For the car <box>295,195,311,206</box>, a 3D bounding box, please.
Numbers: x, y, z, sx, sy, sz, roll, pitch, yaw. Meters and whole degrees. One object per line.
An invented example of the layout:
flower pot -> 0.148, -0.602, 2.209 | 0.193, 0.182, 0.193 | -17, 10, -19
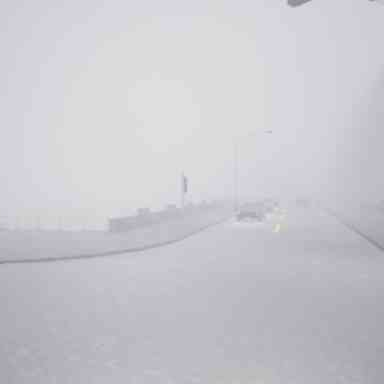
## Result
car -> 15.035, 1.181, 45.231 | 1.812, 1.442, 4.674 | -1, 0, 17

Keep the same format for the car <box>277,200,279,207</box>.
car -> 10.544, 1.299, 44.578 | 1.994, 1.385, 4.181 | -1, 0, 17

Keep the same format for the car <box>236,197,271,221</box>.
car -> 4.713, 1.418, 25.988 | 2.033, 1.411, 5.357 | -1, 0, 17

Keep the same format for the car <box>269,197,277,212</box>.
car -> 7.588, 1.404, 35.217 | 1.895, 1.301, 4.718 | -1, 0, 17
